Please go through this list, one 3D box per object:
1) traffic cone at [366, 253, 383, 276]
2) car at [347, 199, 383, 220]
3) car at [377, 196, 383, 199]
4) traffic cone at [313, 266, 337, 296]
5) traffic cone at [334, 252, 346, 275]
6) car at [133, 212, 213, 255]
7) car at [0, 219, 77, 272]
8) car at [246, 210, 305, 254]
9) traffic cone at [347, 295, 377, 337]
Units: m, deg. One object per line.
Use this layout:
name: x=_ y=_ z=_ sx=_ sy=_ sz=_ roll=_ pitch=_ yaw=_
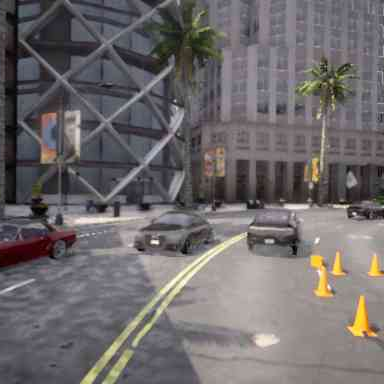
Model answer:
traffic cone: x=5.065 y=1.983 z=9.201 sx=0.340 sy=0.580 sz=0.340 roll=1 pitch=0 yaw=5
car: x=15.447 y=1.587 z=29.125 sx=4.892 sy=1.490 sz=1.837 roll=1 pitch=0 yaw=-37
car: x=24.174 y=1.474 z=41.177 sx=5.566 sy=2.045 sz=2.150 roll=1 pitch=0 yaw=-16
traffic cone: x=2.909 y=1.963 z=7.369 sx=0.340 sy=0.580 sz=0.340 roll=1 pitch=0 yaw=5
traffic cone: x=4.068 y=1.970 z=9.282 sx=0.340 sy=0.580 sz=0.340 roll=1 pitch=0 yaw=5
car: x=-0.581 y=1.503 z=13.077 sx=1.994 sy=1.385 sz=4.181 roll=1 pitch=0 yaw=20
car: x=-5.346 y=1.494 z=9.378 sx=1.895 sy=1.301 sz=4.718 roll=1 pitch=0 yaw=13
car: x=3.501 y=1.481 z=13.658 sx=2.128 sy=1.511 sz=4.902 roll=1 pitch=0 yaw=20
traffic cone: x=2.747 y=1.969 z=5.376 sx=0.340 sy=0.580 sz=0.340 roll=1 pitch=0 yaw=5
